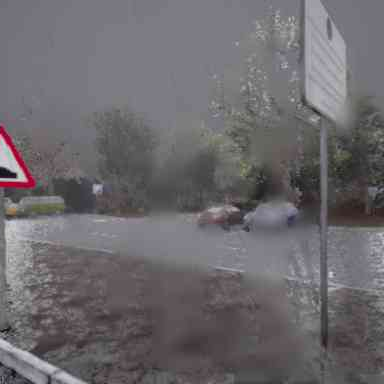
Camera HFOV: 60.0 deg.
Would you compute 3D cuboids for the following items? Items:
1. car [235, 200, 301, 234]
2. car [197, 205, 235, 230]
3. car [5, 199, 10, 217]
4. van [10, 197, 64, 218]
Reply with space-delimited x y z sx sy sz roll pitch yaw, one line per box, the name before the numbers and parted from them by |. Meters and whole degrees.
car | 4.684 1.347 19.269 2.185 1.767 4.553 0 0 35
car | 2.063 1.527 21.053 2.002 1.452 4.674 0 0 35
car | -17.122 1.761 34.776 1.946 1.575 5.366 -1 -1 35
van | -15.012 1.480 32.927 1.878 1.987 4.442 -1 -1 35
